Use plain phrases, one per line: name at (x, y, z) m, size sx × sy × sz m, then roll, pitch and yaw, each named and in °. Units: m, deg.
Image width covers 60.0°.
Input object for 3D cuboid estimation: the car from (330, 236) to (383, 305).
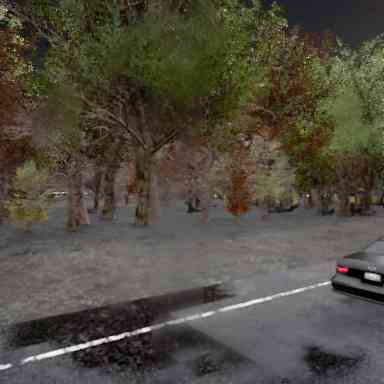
car at (5.350, 1.627, 7.552) m, size 5.357 × 1.411 × 2.033 m, roll 1°, pitch 0°, yaw -35°
